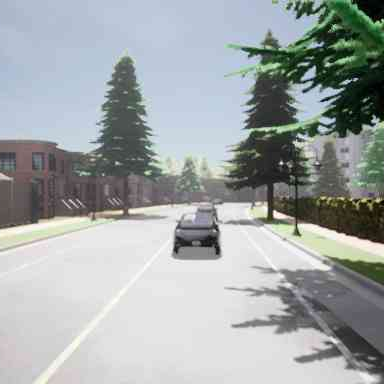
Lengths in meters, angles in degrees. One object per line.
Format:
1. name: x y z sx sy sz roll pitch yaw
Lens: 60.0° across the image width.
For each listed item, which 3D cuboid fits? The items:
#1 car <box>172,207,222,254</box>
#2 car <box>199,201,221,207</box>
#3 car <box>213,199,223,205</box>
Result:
1. car: 0.261 1.627 14.214 2.128 1.511 4.902 0 0 3
2. car: 1.327 1.801 29.179 1.812 1.442 4.674 0 0 6
3. car: 5.394 2.201 71.975 2.128 1.511 4.902 0 -1 17
